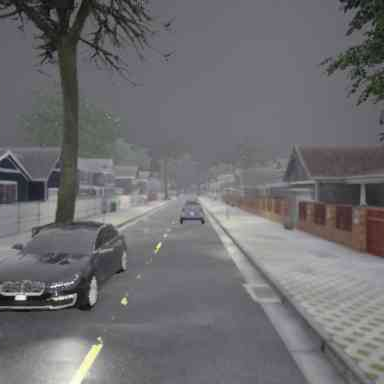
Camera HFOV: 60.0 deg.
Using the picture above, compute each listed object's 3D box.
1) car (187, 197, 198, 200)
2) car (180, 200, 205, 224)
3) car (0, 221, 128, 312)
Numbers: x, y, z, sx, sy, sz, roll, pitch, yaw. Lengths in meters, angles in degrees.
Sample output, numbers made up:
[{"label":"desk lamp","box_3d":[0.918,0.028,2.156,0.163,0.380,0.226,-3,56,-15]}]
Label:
[{"label":"car","box_3d":[0.075,1.489,43.524,1.837,1.490,4.892,0,0,0]},{"label":"car","box_3d":[0.028,1.542,25.001,2.033,1.411,5.357,0,0,1]},{"label":"car","box_3d":[-2.792,1.506,7.896,1.837,1.490,4.892,0,0,1]}]
